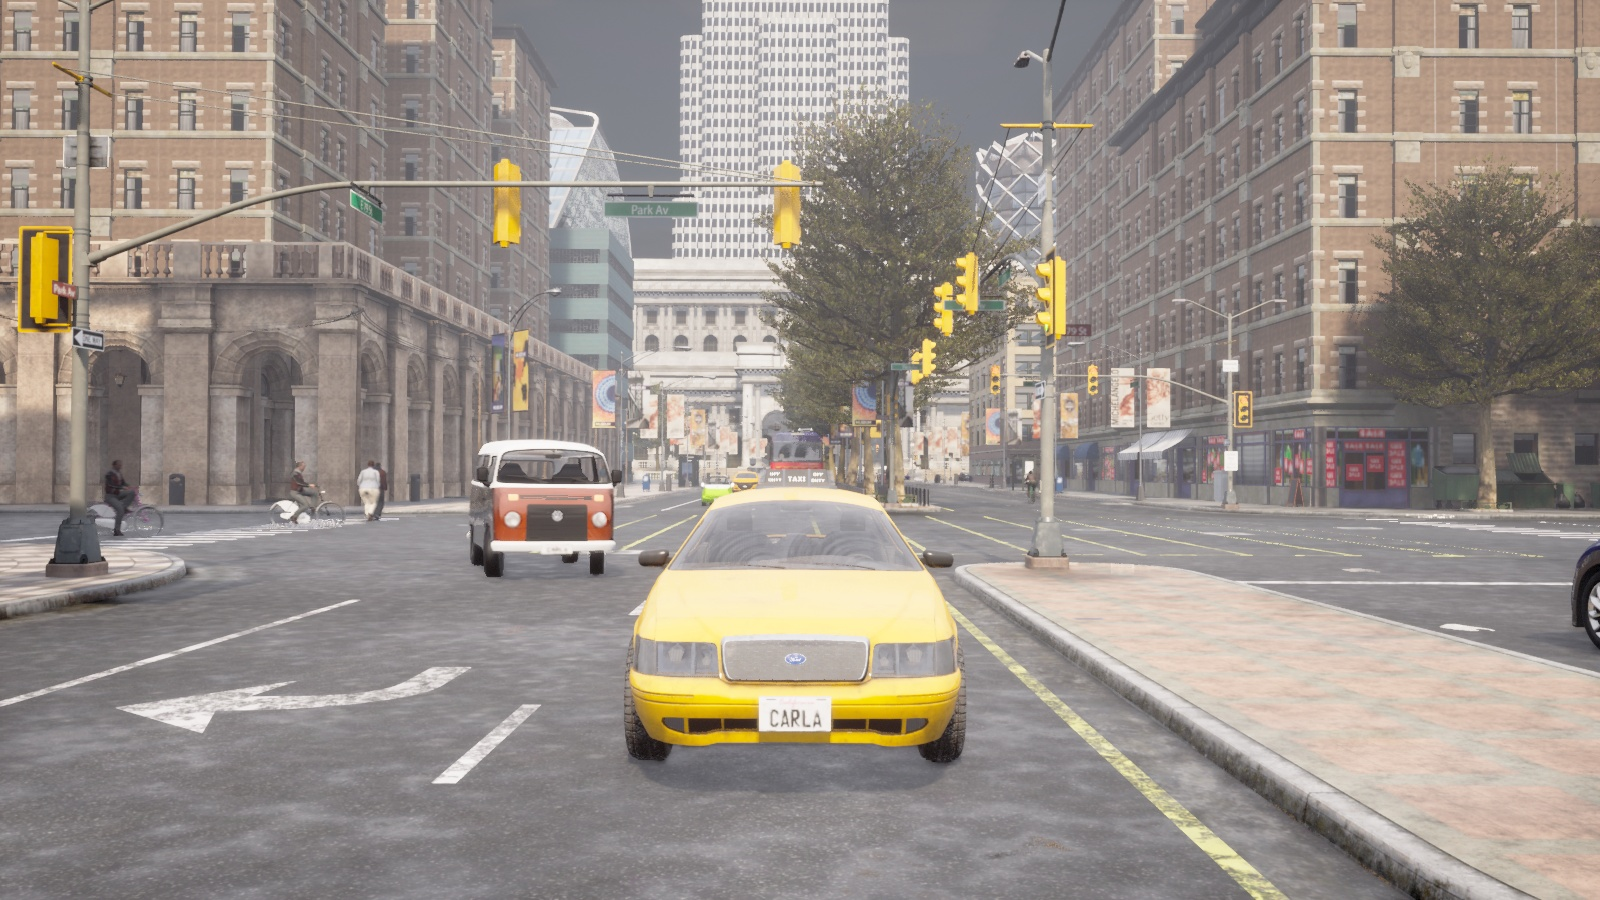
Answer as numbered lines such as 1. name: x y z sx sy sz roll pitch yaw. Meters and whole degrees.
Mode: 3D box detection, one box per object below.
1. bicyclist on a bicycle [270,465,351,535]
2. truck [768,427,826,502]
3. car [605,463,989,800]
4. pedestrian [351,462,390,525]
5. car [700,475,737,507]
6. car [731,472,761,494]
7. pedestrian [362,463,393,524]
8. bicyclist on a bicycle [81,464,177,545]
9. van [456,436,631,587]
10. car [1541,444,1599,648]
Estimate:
1. bicyclist on a bicycle: -12.654 1.280 32.470 1.843 1.776 0.659 0 -1 -8
2. truck: -0.159 0.792 68.170 2.891 3.827 8.468 0 -1 0
3. car: -0.020 0.898 8.598 1.801 1.575 5.366 0 -1 0
4. pedestrian: -12.761 1.289 37.344 0.874 1.855 0.900 0 -1 -1
5. car: -3.627 1.823 56.088 1.481 1.376 2.207 0 -1 0
6. car: -3.698 2.267 87.160 1.882 1.535 5.008 0 -1 0
7. pedestrian: -12.860 1.308 38.225 0.634 1.844 0.899 0 -1 -1
8. bicyclist on a bicycle: -15.111 1.220 28.292 1.843 1.776 0.659 -1 0 5
9. van: -4.090 0.880 19.442 2.069 2.038 4.480 1 -1 -19
10. car: 7.978 0.799 9.444 2.097 1.767 4.553 0 -1 0
